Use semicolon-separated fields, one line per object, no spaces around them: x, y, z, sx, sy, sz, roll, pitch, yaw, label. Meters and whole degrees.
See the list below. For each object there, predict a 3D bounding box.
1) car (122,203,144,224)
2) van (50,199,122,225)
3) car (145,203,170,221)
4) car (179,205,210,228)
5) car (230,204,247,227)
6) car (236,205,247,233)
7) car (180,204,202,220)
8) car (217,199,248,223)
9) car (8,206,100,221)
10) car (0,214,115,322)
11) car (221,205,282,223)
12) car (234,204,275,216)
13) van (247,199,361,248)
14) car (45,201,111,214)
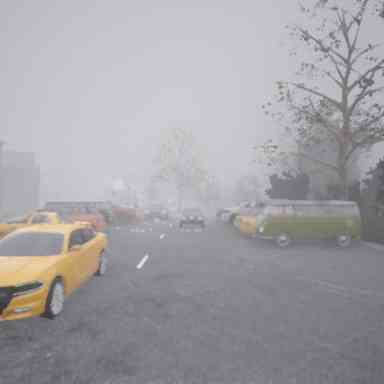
-7.169;1.594;27.576;5.566;2.045;2.435;0;-1;0;car
-7.071;1.479;21.385;4.442;1.987;1.878;0;-1;0;van
-3.308;1.848;32.213;2.097;1.767;4.553;0;-2;0;car
-0.012;1.847;24.871;2.033;1.411;5.357;0;-1;0;car
5.267;1.677;20.240;5.366;1.575;1.946;0;-1;0;car
5.268;1.630;17.579;5.366;1.575;1.946;0;-1;0;car
-0.028;2.082;35.292;2.128;1.511;4.902;0;-2;3;car
5.050;1.552;25.961;5.566;2.045;2.435;0;-2;0;car
-7.369;1.598;15.427;5.366;1.575;1.946;0;-1;0;car
-3.354;1.509;7.641;1.882;1.535;5.008;0;0;0;car
5.058;1.879;28.746;4.892;1.521;2.231;0;-2;0;car
8.175;2.401;43.736;4.892;1.490;1.837;0;-3;-9;car
4.967;1.364;14.788;4.442;1.987;1.878;0;-1;0;van
-7.155;1.520;18.346;4.553;1.767;2.185;0;-1;0;car
